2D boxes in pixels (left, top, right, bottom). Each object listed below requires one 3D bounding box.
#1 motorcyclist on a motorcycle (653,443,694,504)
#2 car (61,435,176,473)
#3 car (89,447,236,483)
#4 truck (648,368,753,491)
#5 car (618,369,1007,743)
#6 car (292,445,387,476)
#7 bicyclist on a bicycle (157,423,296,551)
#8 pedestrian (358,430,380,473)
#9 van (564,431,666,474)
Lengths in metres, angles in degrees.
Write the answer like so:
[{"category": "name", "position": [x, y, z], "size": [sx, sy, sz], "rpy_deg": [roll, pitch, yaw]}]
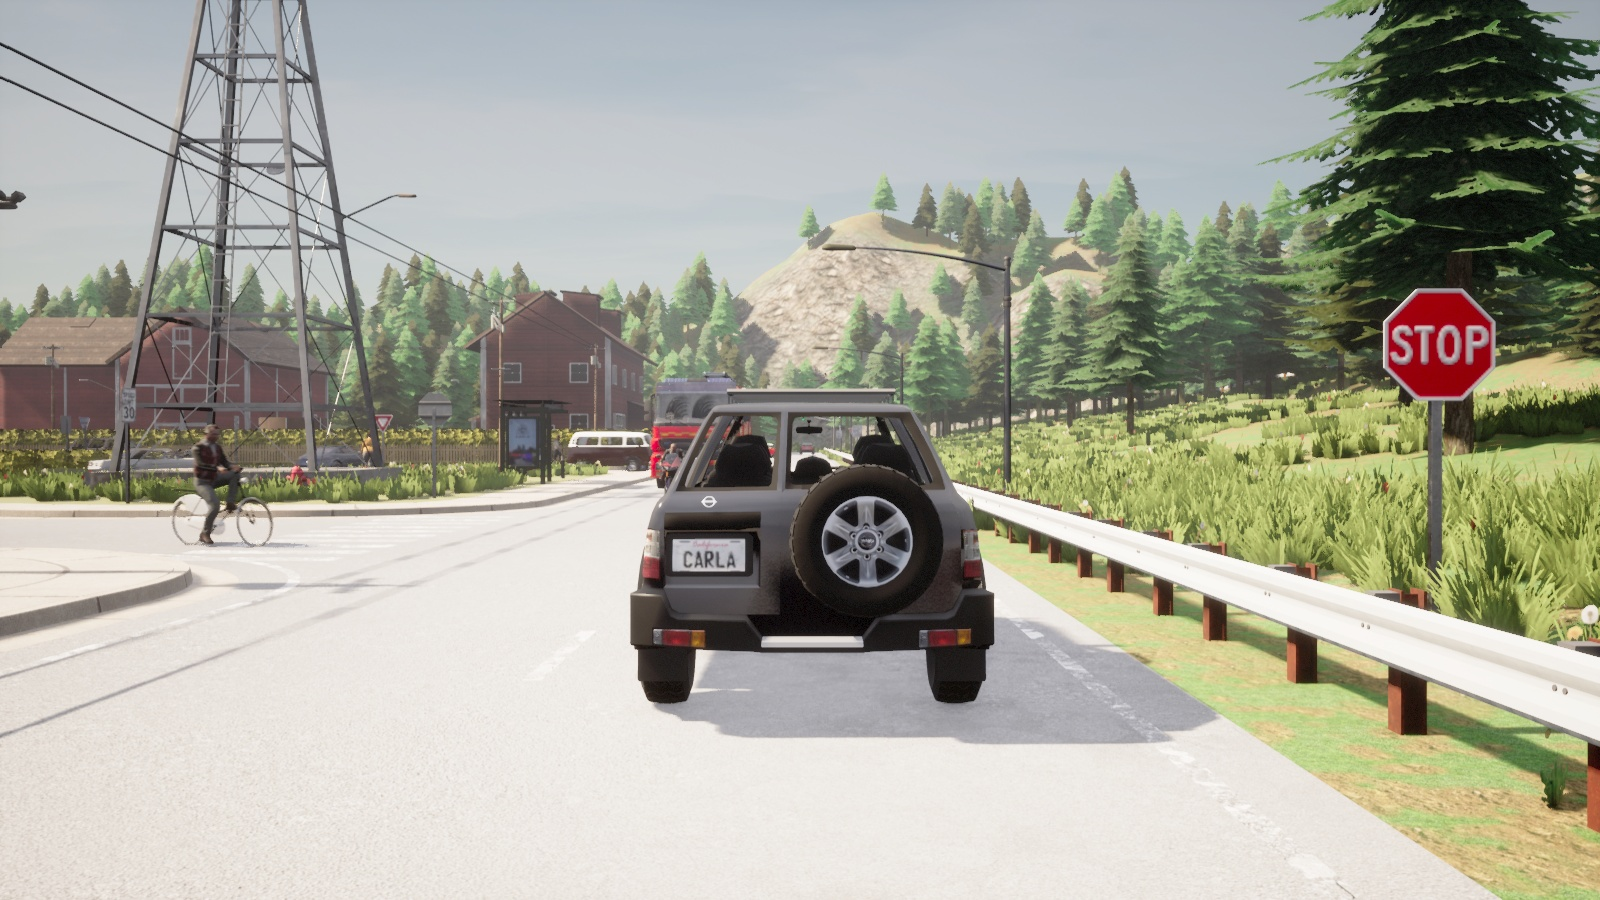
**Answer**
[{"category": "motorcyclist on a motorcycle", "position": [-3.301, 0.591, 32.944], "size": [0.866, 1.530, 2.191], "rpy_deg": [0, 0, 0]}, {"category": "car", "position": [-33.439, 0.184, 61.742], "size": [4.605, 1.855, 1.932], "rpy_deg": [0, 0, 0]}, {"category": "car", "position": [-24.533, 0.551, 48.428], "size": [4.718, 1.301, 1.895], "rpy_deg": [0, 0, -44]}, {"category": "truck", "position": [-3.243, -0.667, 43.188], "size": [2.891, 3.827, 8.468], "rpy_deg": [0, 0, 0]}, {"category": "car", "position": [0.065, 0.514, 8.547], "size": [1.932, 1.855, 4.605], "rpy_deg": [0, 0, 0]}, {"category": "car", "position": [-21.535, 0.457, 58.912], "size": [1.994, 1.385, 4.181], "rpy_deg": [0, 0, 19]}, {"category": "bicyclist on a bicycle", "position": [-8.247, 0.508, 18.059], "size": [1.843, 1.776, 0.659], "rpy_deg": [0, 1, 19]}, {"category": "pedestrian", "position": [-18.689, 0.077, 54.427], "size": [0.874, 1.855, 0.900], "rpy_deg": [0, 0, -18]}, {"category": "van", "position": [-8.996, 0.116, 61.257], "size": [4.480, 2.038, 2.069], "rpy_deg": [0, 0, 9]}]
